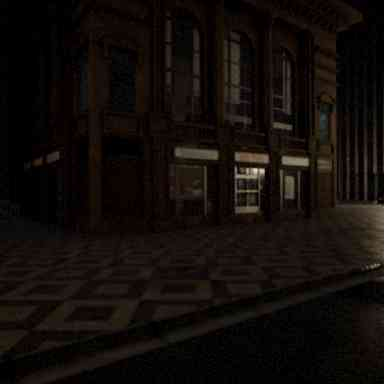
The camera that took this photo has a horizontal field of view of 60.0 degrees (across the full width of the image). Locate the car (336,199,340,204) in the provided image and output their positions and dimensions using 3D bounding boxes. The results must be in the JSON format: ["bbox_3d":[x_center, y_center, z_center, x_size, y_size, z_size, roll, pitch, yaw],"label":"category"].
[{"bbox_3d":[21.614,1.325,53.779,1.887,1.381,4.507,0,0,-36],"label":"car"}]

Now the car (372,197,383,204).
[{"bbox_3d":[31.838,1.313,54.282,1.947,1.339,4.313,0,0,-36],"label":"car"}]
